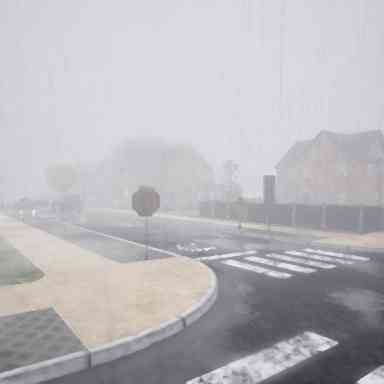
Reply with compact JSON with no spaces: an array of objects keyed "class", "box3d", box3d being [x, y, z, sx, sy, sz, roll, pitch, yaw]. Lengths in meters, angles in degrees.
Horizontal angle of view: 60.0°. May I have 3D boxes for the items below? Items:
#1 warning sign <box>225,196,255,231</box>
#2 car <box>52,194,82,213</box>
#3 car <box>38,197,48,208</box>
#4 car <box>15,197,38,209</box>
[{"class":"warning sign","box3d":[2.705,1.159,18.696,1.300,1.860,1.060,1,0,-36]},{"class":"car","box3d":[-14.256,1.277,37.825,2.150,2.045,5.566,1,-1,-36]},{"class":"car","box3d":[-23.039,1.547,49.949,1.882,1.535,5.008,1,-1,-36]},{"class":"car","box3d":[-22.333,1.573,44.285,1.837,1.490,4.892,1,-1,-36]}]
